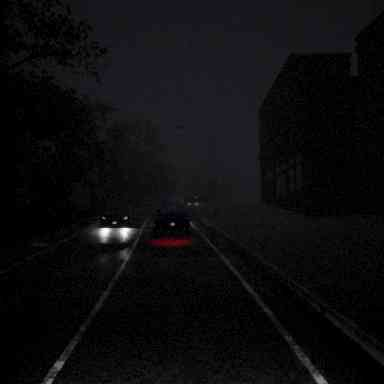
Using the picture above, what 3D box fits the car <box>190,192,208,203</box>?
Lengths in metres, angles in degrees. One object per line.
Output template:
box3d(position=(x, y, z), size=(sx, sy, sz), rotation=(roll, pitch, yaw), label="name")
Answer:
box3d(position=(1.105, 0.986, 63.146), size=(2.150, 2.045, 5.566), rotation=(-3, -1, 26), label="car")

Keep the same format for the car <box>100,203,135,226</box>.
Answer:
box3d(position=(-4.954, 1.487, 22.974), size=(2.033, 1.411, 5.357), rotation=(0, 0, -5), label="car")

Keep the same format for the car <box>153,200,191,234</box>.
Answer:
box3d(position=(-1.190, 1.453, 19.198), size=(1.882, 1.535, 5.008), rotation=(0, 0, -5), label="car")

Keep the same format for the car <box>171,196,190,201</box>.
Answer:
box3d(position=(-1.746, 1.360, 40.076), size=(1.812, 1.442, 4.674), rotation=(-1, 0, 5), label="car")
